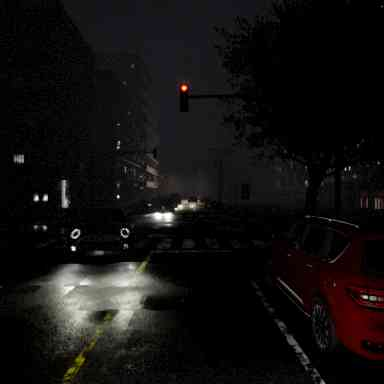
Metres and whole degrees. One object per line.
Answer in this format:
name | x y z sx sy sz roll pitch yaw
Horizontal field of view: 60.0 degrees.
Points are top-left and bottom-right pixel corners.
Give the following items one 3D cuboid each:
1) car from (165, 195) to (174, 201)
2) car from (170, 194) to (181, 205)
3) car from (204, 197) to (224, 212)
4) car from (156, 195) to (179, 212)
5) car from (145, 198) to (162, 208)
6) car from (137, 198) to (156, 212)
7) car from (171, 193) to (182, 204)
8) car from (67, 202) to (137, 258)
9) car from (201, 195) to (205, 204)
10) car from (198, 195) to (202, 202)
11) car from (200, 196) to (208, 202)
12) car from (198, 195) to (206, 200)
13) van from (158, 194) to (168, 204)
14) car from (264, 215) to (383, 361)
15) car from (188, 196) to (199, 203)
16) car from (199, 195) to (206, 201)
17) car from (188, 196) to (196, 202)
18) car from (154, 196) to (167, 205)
car | -5.650 1.506 82.554 1.967 1.590 4.097 0 0 0
car | -3.062 1.500 49.409 1.882 1.535 5.008 0 0 0
car | 2.710 1.556 38.288 1.887 1.381 4.507 0 0 0
car | -3.074 1.504 39.188 2.128 1.511 4.902 0 0 2
car | -5.665 1.573 49.358 2.008 1.369 4.403 0 0 0
car | -5.670 1.562 38.292 2.008 1.369 4.403 0 0 0
car | -3.037 1.256 60.122 2.150 2.045 5.566 0 0 0
car | -3.300 1.352 12.788 2.097 1.767 4.553 0 0 -9
car | 2.715 1.548 49.524 1.752 1.417 4.829 0 0 0
car | 2.723 1.624 65.951 1.802 1.307 4.206 0 0 0
car | 2.728 1.583 77.187 1.752 1.417 4.829 0 0 0
car | 2.736 1.637 93.615 2.008 1.369 4.403 0 0 0
van | -5.657 1.383 65.957 1.690 1.788 3.998 0 0 0
car | 2.696 1.315 5.900 2.192 1.841 5.009 0 0 0
car | 0.137 1.611 69.468 1.994 1.385 4.181 0 0 0
car | 2.733 1.620 88.083 1.887 1.381 4.507 0 0 0
car | 0.040 1.656 79.369 1.895 1.301 4.718 0 0 0
car | -5.660 1.475 60.424 1.967 1.590 4.097 0 0 0
